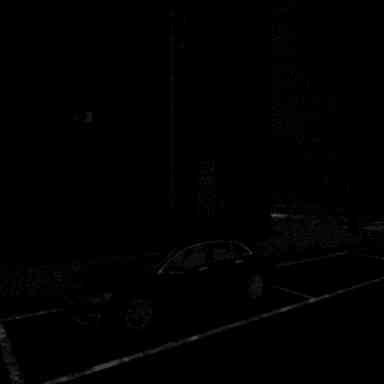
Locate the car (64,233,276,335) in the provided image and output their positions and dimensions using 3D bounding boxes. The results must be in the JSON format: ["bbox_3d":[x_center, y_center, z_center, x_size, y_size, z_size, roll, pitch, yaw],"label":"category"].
[{"bbox_3d":[-0.212,1.544,6.604,4.403,1.369,2.008,0,0,-35],"label":"car"}]
